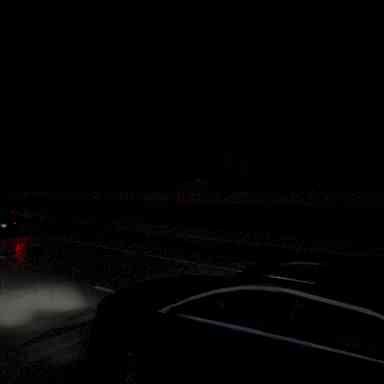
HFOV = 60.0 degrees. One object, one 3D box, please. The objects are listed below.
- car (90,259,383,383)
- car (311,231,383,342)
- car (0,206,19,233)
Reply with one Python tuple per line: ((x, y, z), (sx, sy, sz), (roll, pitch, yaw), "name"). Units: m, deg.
((0.960, 1.495, 3.433), (4.902, 1.511, 2.128), (0, 0, 36), "car")
((4.795, 1.561, 4.913), (5.357, 1.411, 2.033), (0, 0, 35), "car")
((-11.070, 1.502, 18.288), (4.674, 1.442, 1.812), (0, 0, 44), "car")
